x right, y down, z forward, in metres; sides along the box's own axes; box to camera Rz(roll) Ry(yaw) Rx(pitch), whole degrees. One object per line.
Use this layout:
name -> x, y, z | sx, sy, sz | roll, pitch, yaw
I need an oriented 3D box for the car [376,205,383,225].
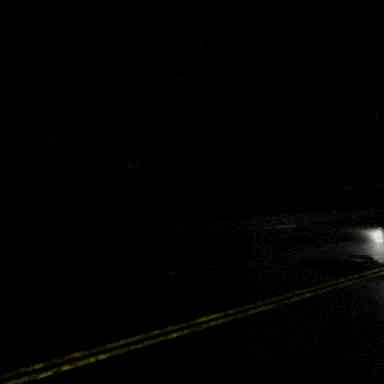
car -> 14.407, 1.138, 21.948 | 5.566, 2.045, 2.150 | 0, 0, -35
